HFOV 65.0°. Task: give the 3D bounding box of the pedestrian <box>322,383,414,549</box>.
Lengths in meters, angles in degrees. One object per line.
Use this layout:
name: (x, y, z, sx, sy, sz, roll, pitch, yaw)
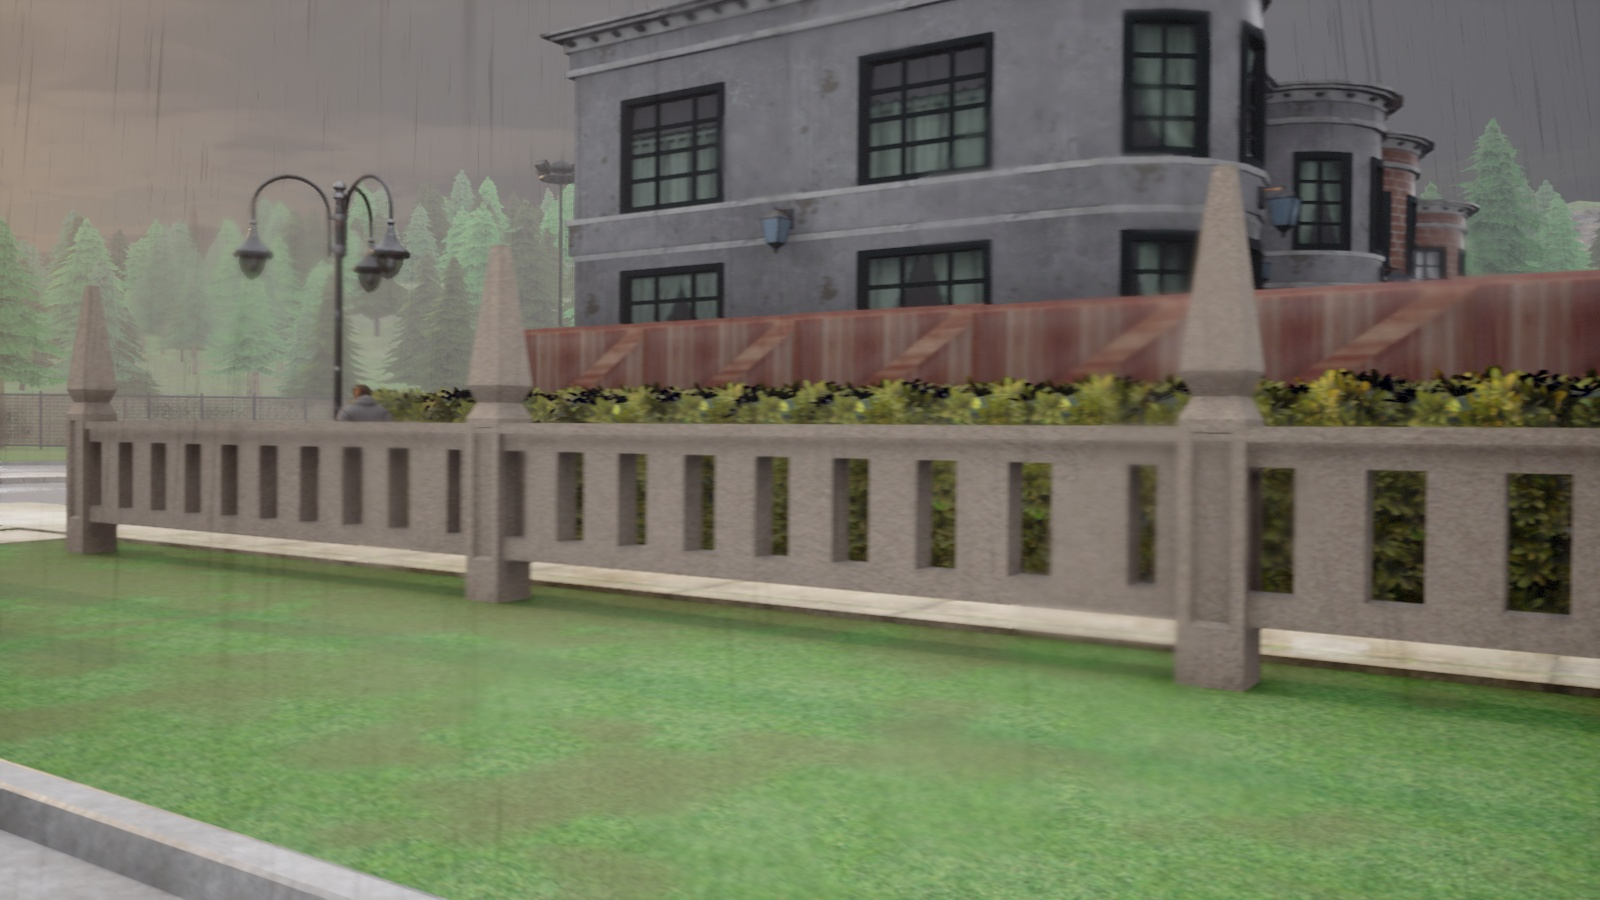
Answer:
pedestrian: (-5.247, 0.180, 15.260, 0.873, 1.952, 0.659, 0, 1, 37)
